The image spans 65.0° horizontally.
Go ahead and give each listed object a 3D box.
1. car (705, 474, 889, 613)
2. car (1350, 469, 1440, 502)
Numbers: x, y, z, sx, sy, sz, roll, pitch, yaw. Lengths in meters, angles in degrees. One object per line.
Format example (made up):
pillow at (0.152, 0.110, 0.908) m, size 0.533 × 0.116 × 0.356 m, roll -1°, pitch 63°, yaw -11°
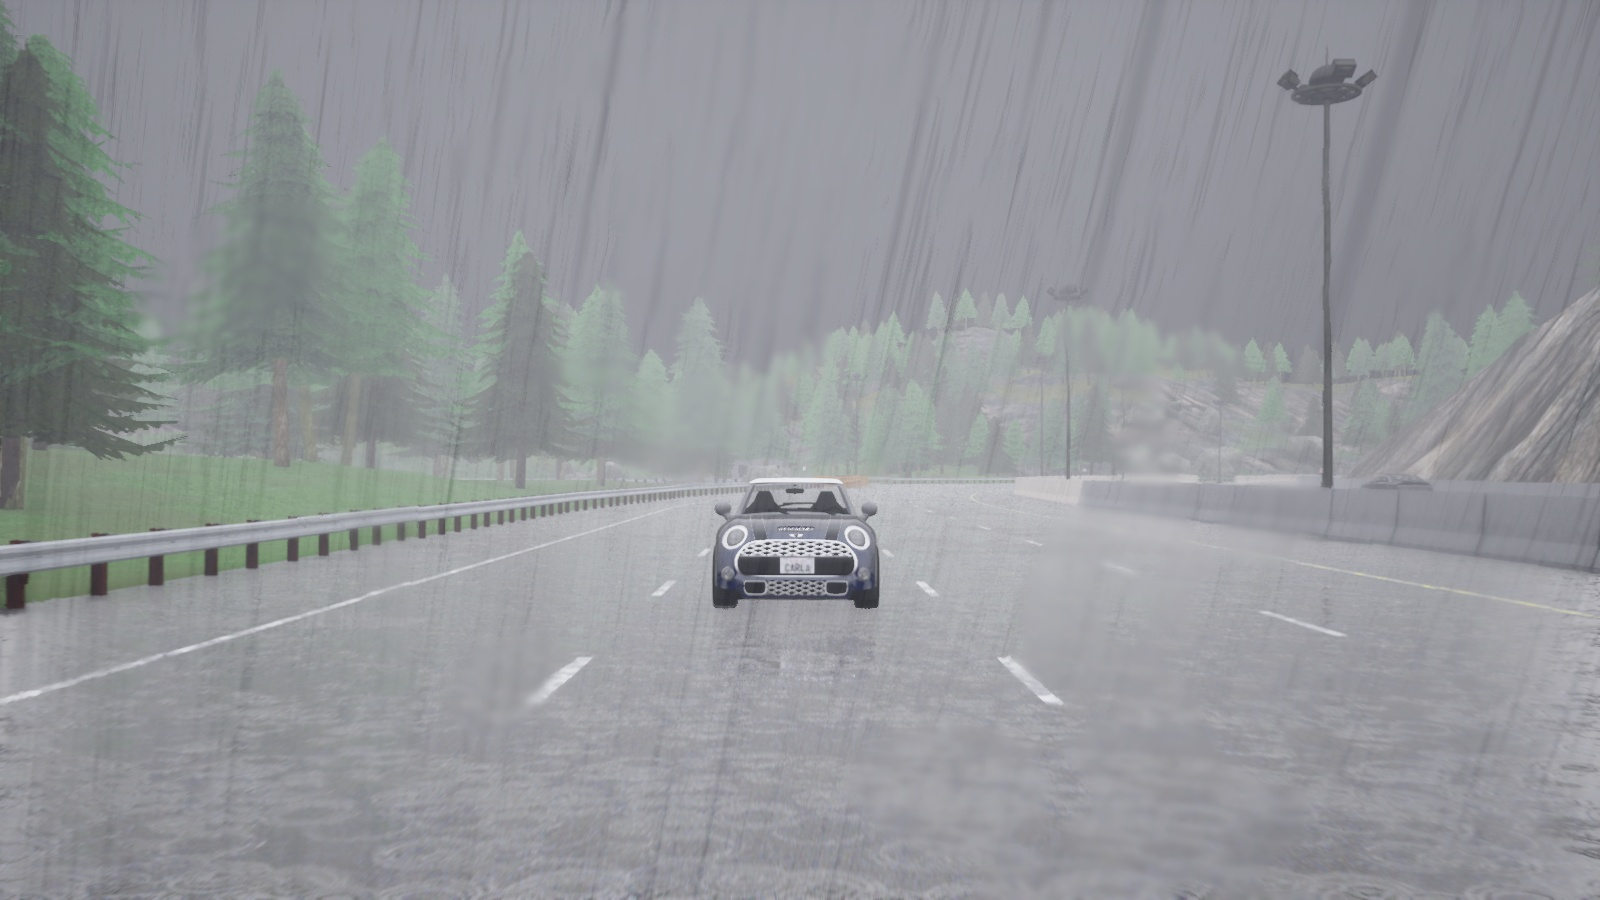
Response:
car at (-0.038, 1.038, 15.416) m, size 1.970 × 1.475 × 3.806 m, roll 0°, pitch -1°, yaw 0°
car at (28.166, 1.656, 59.615) m, size 2.128 × 1.511 × 4.902 m, roll 0°, pitch -1°, yaw 3°
